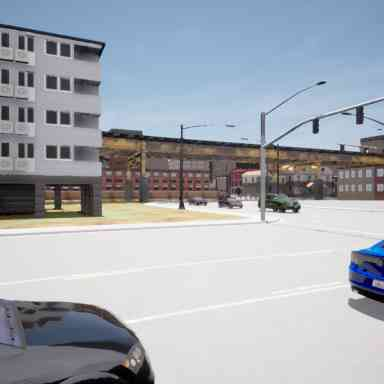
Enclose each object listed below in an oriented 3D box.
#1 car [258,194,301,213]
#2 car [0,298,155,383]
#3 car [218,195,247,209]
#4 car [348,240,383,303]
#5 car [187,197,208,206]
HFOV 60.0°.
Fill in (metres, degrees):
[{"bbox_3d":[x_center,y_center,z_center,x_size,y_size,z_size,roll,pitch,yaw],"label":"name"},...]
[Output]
[{"bbox_3d":[9.641,1.222,37.280,2.150,2.045,5.566,0,0,-26],"label":"car"},{"bbox_3d":[-2.423,1.564,2.754,4.181,1.385,1.994,0,0,-32],"label":"car"},{"bbox_3d":[5.267,1.526,46.433,1.812,1.442,4.674,0,0,-25],"label":"car"},{"bbox_3d":[5.554,1.478,6.907,5.008,1.535,1.882,0,0,-25],"label":"car"},{"bbox_3d":[0.846,1.547,55.884,2.033,1.411,5.357,0,0,-20],"label":"car"}]
